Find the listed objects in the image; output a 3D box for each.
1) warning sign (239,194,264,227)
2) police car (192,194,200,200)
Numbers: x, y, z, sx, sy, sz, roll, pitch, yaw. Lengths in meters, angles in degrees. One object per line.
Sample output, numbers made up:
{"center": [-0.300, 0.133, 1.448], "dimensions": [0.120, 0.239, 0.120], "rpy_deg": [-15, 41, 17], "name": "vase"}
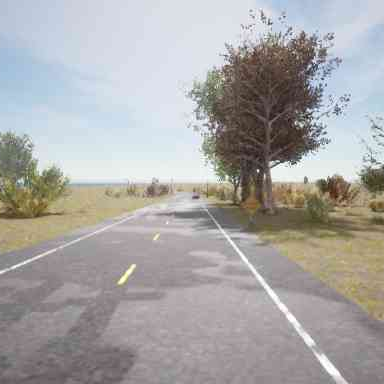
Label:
{"center": [3.574, 1.087, 20.043], "dimensions": [1.300, 1.860, 1.060], "rpy_deg": [1, 1, 0], "name": "warning sign"}
{"center": [1.051, 1.253, 90.197], "dimensions": [1.930, 1.638, 5.238], "rpy_deg": [0, 0, 0], "name": "police car"}
